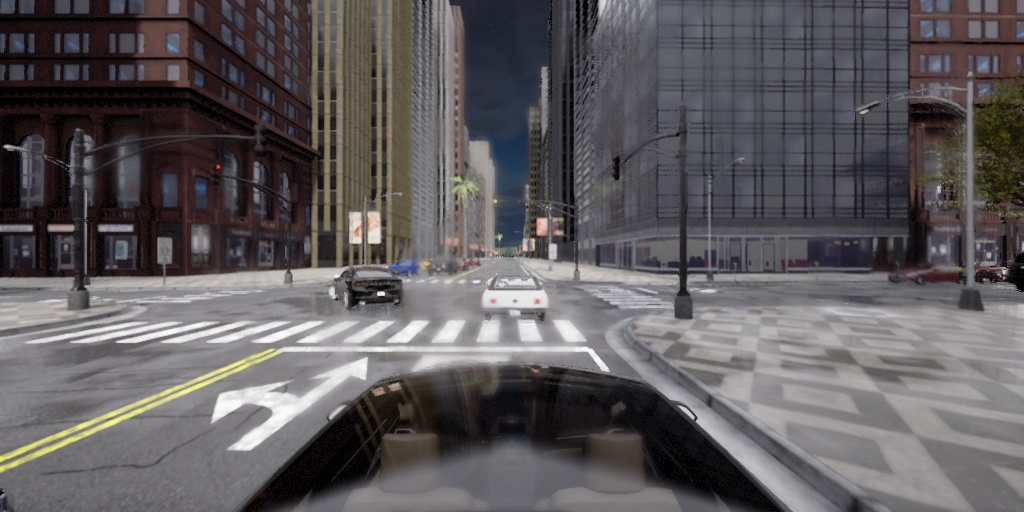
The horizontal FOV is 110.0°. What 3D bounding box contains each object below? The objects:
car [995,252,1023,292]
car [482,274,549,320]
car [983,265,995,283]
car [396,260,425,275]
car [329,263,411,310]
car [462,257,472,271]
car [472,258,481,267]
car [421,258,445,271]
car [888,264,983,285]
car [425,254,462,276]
[{"bbox_3d":[26.937,0.777,16.792,5.566,2.045,2.150,0,0,-1],"label":"car"},{"bbox_3d":[0.098,1.267,12.179,1.895,1.301,4.718,0,1,0],"label":"car"},{"bbox_3d":[32.099,0.992,22.817,4.097,1.591,1.967,0,0,-1],"label":"car"},{"bbox_3d":[-9.852,1.100,33.157,1.882,1.535,5.008,0,0,0],"label":"car"},{"bbox_3d":[-5.964,1.152,14.475,1.882,1.535,5.008,1,0,-35],"label":"car"},{"bbox_3d":[-6.589,0.943,44.299,2.097,1.767,4.553,0,0,0],"label":"car"},{"bbox_3d":[-6.532,1.033,63.118,1.882,1.535,5.008,0,0,0],"label":"car"},{"bbox_3d":[-9.837,1.066,45.152,1.882,1.535,5.008,0,0,0],"label":"car"},{"bbox_3d":[26.461,1.150,22.728,4.207,1.307,1.802,0,0,-1],"label":"car"},{"bbox_3d":[-6.606,0.838,35.046,2.150,2.045,5.566,0,0,0],"label":"car"}]
